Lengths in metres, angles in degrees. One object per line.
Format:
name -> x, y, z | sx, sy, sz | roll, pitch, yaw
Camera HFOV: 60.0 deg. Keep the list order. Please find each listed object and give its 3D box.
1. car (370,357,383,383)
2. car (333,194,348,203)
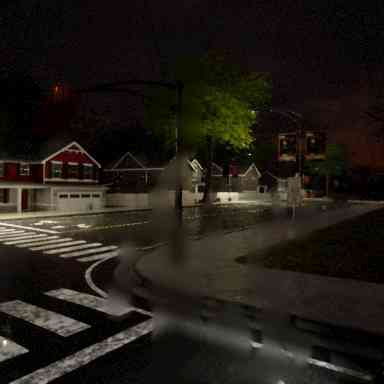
car -> 3.361, 1.506, 1.283 | 4.892, 1.490, 1.837 | 0, 0, 35
car -> 28.010, 1.206, 62.723 | 2.128, 1.511, 4.902 | 1, 0, 36
